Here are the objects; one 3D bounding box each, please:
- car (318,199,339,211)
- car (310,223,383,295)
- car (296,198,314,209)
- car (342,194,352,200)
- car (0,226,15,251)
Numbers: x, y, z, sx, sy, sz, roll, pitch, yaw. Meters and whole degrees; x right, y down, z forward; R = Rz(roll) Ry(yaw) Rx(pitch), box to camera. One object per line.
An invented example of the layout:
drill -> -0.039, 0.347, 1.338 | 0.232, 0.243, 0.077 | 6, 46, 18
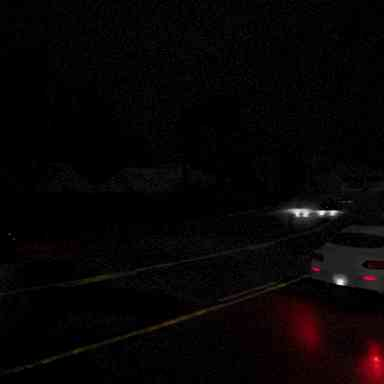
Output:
car -> 16.607, 1.559, 40.338 | 1.994, 1.385, 4.181 | -1, 0, 28
car -> 4.554, 1.492, 8.113 | 4.674, 1.442, 1.812 | -1, 0, -44
car -> 15.688, 1.540, 46.090 | 2.128, 1.511, 4.902 | -1, -1, 28
car -> 35.570, 1.187, 76.215 | 2.033, 1.411, 5.357 | -1, 0, 28
car -> -8.471, 1.601, 10.929 | 4.674, 1.442, 1.812 | 0, 0, -37
